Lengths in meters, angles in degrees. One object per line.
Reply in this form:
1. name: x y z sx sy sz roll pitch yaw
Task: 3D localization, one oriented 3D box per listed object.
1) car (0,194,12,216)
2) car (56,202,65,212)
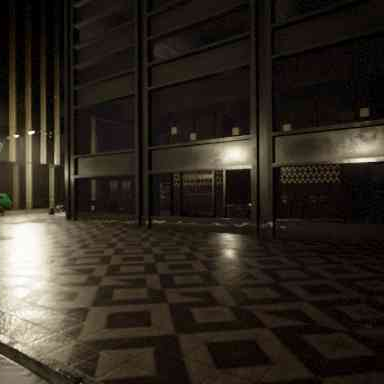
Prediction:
1. car: -19.317 1.214 29.998 2.150 2.045 5.566 -1 0 37
2. car: -13.296 1.426 38.529 1.882 1.535 5.008 -1 0 35
